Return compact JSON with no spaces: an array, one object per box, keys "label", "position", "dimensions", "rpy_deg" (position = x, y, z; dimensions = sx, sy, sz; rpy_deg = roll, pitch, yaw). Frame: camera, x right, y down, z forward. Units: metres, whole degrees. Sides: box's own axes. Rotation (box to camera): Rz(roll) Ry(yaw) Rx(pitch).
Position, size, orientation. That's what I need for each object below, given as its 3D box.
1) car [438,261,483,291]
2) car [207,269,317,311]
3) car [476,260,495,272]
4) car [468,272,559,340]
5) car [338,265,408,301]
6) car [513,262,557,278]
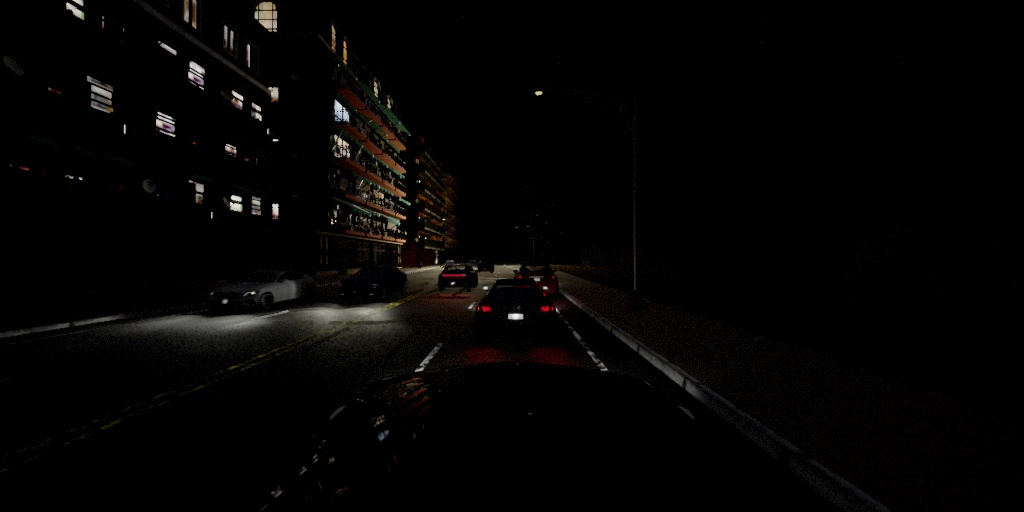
[{"label":"car","position":[-3.141,1.244,21.542],"dimensions":[2.128,1.511,4.902],"rpy_deg":[0,0,0]},{"label":"car","position":[-9.846,1.277,14.631],"dimensions":[1.812,1.442,4.674],"rpy_deg":[0,0,0]},{"label":"car","position":[-3.131,1.242,43.574],"dimensions":[2.128,1.511,4.902],"rpy_deg":[0,0,0]},{"label":"car","position":[0.097,1.315,9.983],"dimensions":[1.994,1.385,4.181],"rpy_deg":[0,0,0]},{"label":"car","position":[-6.594,1.230,17.519],"dimensions":[1.882,1.535,5.008],"rpy_deg":[0,0,0]},{"label":"car","position":[1.144,1.103,18.563],"dimensions":[2.097,1.767,4.553],"rpy_deg":[0,0,0]}]
